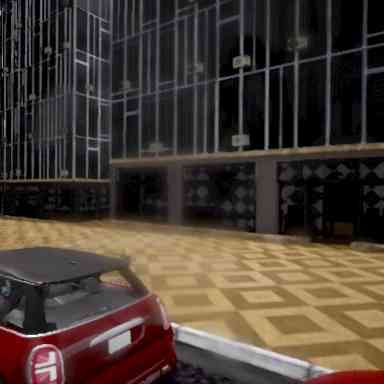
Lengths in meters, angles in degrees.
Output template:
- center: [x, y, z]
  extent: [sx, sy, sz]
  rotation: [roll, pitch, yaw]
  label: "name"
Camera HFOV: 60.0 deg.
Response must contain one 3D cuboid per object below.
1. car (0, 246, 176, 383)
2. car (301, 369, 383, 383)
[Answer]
- center: [-2.263, 1.444, 4.278]
  extent: [4.097, 1.590, 1.967]
  rotation: [0, 1, 35]
  label: "car"
- center: [2.338, 1.544, 1.001]
  extent: [4.507, 1.381, 1.887]
  rotation: [0, 1, 35]
  label: "car"
